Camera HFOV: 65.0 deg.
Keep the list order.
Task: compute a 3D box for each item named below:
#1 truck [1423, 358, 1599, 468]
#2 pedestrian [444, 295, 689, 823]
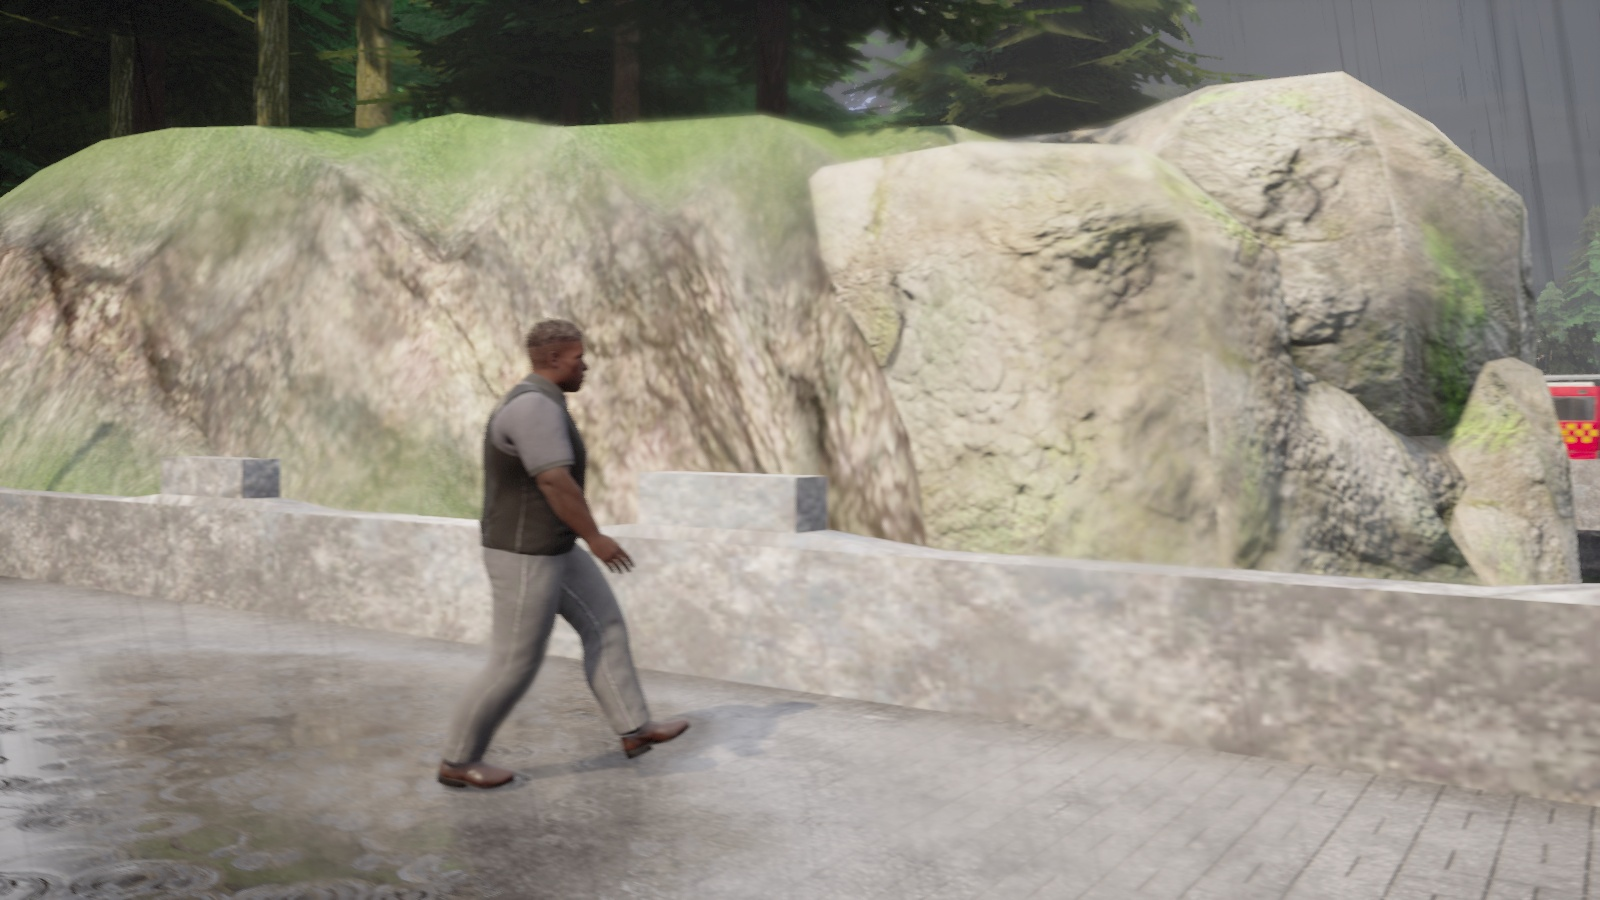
[{"bbox_3d":[27.420,-1.301,45.405,8.468,3.827,2.891,0,1,34],"label":"truck"},{"bbox_3d":[-0.876,0.383,4.811,0.849,1.883,0.563,-1,1,-9],"label":"pedestrian"}]
